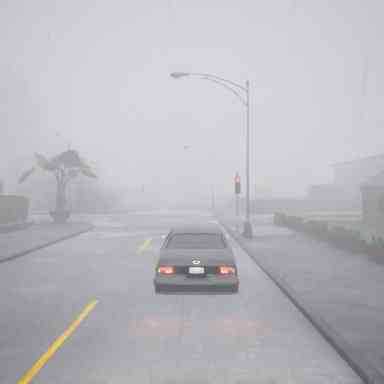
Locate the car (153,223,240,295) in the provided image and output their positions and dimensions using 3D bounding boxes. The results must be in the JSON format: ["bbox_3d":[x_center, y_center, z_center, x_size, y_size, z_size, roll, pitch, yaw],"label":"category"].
[{"bbox_3d":[0.100,1.547,8.879,2.033,1.411,5.357,0,0,0],"label":"car"}]

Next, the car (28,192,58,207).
[{"bbox_3d":[-19.744,0.985,43.924,1.905,1.878,3.866,0,0,35],"label":"car"}]
